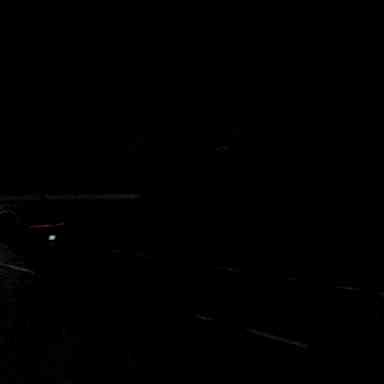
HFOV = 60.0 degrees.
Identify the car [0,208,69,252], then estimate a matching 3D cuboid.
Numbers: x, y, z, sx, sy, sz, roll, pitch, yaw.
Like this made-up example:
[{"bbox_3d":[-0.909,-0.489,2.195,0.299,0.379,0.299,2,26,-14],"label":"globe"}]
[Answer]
[{"bbox_3d":[-6.933,1.418,13.487,4.902,1.511,2.128,0,0,39],"label":"car"}]
